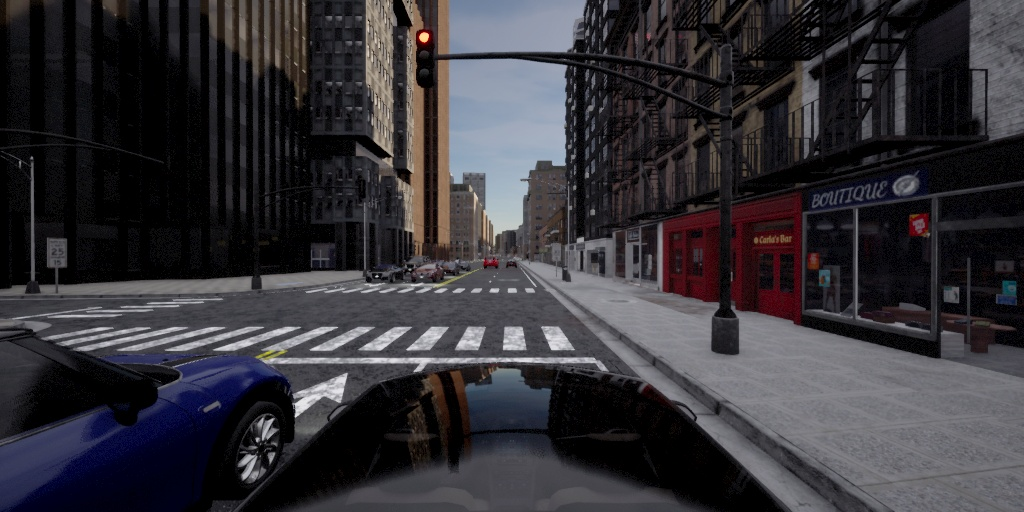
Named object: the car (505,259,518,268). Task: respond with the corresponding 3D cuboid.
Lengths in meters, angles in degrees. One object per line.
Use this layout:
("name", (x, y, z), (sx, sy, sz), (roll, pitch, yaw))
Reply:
("car", (-0.069, 1.271, 61.862), (1.837, 1.490, 4.892), (0, 0, 0))

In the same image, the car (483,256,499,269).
("car", (-3.407, 0.987, 58.079), (2.150, 2.045, 5.566), (0, 0, 0))

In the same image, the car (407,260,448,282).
("car", (-6.667, 1.281, 28.767), (1.812, 1.442, 4.674), (0, 0, 0))

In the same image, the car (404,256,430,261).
("car", (-9.941, 0.981, 37.695), (2.150, 2.045, 5.566), (0, 0, 0))

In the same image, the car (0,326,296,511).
("car", (-3.145, 1.102, 1.620), (2.097, 1.767, 4.553), (0, 0, 0))

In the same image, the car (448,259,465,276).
("car", (-6.694, 1.307, 38.448), (2.033, 1.411, 5.357), (0, 0, 0))

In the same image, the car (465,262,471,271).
("car", (-6.715, 1.327, 48.409), (1.994, 1.385, 4.181), (0, 0, 0))

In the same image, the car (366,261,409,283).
("car", (-9.907, 1.319, 28.359), (1.994, 1.385, 4.181), (0, 0, 1))
